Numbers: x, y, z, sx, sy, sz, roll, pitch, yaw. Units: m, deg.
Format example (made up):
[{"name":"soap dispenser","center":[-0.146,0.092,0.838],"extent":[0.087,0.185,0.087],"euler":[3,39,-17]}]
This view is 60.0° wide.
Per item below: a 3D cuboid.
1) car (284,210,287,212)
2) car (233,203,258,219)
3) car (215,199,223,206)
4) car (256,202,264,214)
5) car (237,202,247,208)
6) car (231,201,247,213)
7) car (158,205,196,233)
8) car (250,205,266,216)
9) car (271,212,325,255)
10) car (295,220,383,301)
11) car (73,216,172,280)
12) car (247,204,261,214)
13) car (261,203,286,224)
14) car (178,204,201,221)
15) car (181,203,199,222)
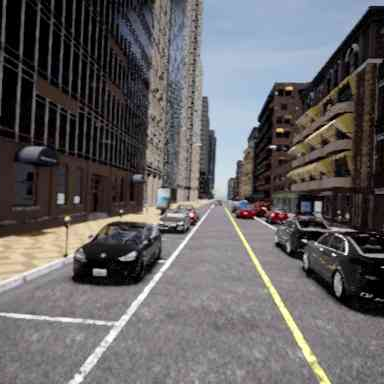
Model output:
[{"name":"car","center":[7.257,2.146,20.722],"extent":[2.008,1.369,4.403],"euler":[3,-1,5]},{"name":"car","center":[6.039,2.320,38.036],"extent":[1.994,1.385,4.181],"euler":[3,-1,6]},{"name":"car","center":[7.621,2.912,94.045],"extent":[2.097,1.767,4.553],"euler":[3,-1,5]},{"name":"car","center":[9.129,2.282,43.239],"extent":[2.192,1.841,5.009],"euler":[3,-1,5]},{"name":"car","center":[12.372,3.198,82.636],"extent":[1.947,1.339,4.313],"euler":[3,-1,5]},{"name":"car","center":[7.056,2.532,50.937],"extent":[1.994,1.385,4.181],"euler":[3,-1,5]},{"name":"car","center":[-1.086,1.763,21.416],"extent":[2.008,1.369,4.403],"euler":[3,-1,5]},{"name":"car","center":[9.581,2.642,48.864],"extent":[1.802,1.307,4.206],"euler":[3,-1,5]},{"name":"car","center":[4.991,1.923,15.009],"extent":[1.837,1.490,4.892],"euler":[3,-1,5]},{"name":"car","center":[4.409,1.824,9.037],"extent":[1.837,1.490,4.892],"euler":[3,-1,5]},{"name":"car","center":[-2.018,1.596,10.159],"extent":[1.947,1.339,4.313],"euler":[3,-1,5]},{"name":"car","center":[10.046,2.735,54.493],"extent":[1.802,1.307,4.206],"euler":[3,-1,5]},{"name":"car","center":[8.192,2.221,31.979],"extent":[1.967,1.590,4.097],"euler":[3,-1,5]},{"name":"car","center":[-0.169,1.921,32.505],"extent":[1.752,1.417,4.829],"euler":[3,-1,5]},{"name":"car","center":[-0.616,1.745,27.048],"extent":[1.967,1.590,4.097],"euler":[3,-1,5]}]
